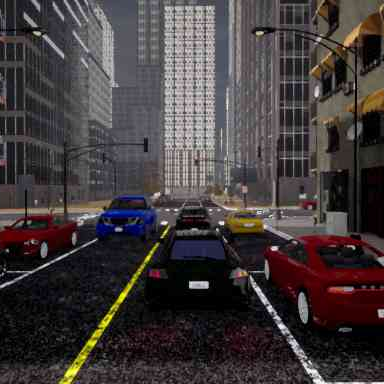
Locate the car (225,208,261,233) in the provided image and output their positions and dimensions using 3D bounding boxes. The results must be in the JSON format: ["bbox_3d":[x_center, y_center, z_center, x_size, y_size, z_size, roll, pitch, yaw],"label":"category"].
[{"bbox_3d":[2.699,1.523,18.047,1.752,1.417,4.829,-1,0,0],"label":"car"}]

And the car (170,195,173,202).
[{"bbox_3d":[-5.635,1.312,66.972,2.192,1.841,5.009,-1,0,0],"label":"car"}]

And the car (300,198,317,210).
[{"bbox_3d":[14.287,1.255,36.990,4.507,1.381,1.887,-1,1,0],"label":"car"}]

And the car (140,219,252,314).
[{"bbox_3d":[0.111,1.563,7.714,1.994,1.385,4.181,0,0,0],"label":"car"}]

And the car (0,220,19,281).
[{"bbox_3d":[-5.693,1.439,6.852,1.967,1.590,4.097,-1,0,0],"label":"car"}]

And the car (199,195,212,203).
[{"bbox_3d":[2.740,1.437,61.403,1.967,1.590,4.097,-1,0,0],"label":"car"}]

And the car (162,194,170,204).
[{"bbox_3d":[-5.639,1.542,61.412,1.887,1.381,4.507,-1,0,0],"label":"car"}]

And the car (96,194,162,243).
[{"bbox_3d":[-3.012,1.221,16.559,2.150,2.045,5.566,0,0,1],"label":"car"}]

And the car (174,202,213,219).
[{"bbox_3d":[0.094,1.503,17.698,1.837,1.490,4.892,0,0,-1],"label":"car"}]

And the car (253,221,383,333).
[{"bbox_3d":[2.689,1.544,6.830,1.887,1.381,4.507,-1,0,0],"label":"car"}]

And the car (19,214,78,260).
[{"bbox_3d":[-5.687,1.543,12.376,1.887,1.381,4.507,-1,0,0],"label":"car"}]

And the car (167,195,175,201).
[{"bbox_3d":[-5.612,1.544,89.209,1.887,1.381,4.507,-1,0,0],"label":"car"}]

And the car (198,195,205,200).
[{"bbox_3d":[2.774,1.582,94.760,1.802,1.307,4.206,-1,0,0],"label":"car"}]

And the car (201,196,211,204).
[{"bbox_3d":[2.747,1.523,67.132,1.752,1.417,4.829,-1,0,0],"label":"car"}]
